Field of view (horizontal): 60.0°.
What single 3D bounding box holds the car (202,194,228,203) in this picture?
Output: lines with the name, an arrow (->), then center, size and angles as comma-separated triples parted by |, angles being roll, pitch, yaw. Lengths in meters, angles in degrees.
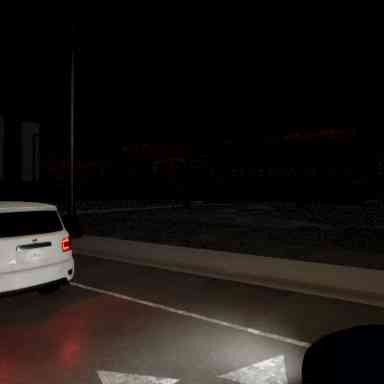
car -> 4.353, 1.213, 62.944 | 4.892, 1.490, 1.837 | 1, 0, -11

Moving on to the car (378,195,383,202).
car -> 39.928, 1.369, 67.953 | 1.853, 1.218, 4.536 | 1, 1, 6

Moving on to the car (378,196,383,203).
car -> 39.921, 1.527, 67.903 | 2.038, 1.542, 4.974 | 1, 1, 6

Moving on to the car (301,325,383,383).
car -> 3.000, 1.516, 1.847 | 4.674, 1.442, 1.812 | 0, 0, 35

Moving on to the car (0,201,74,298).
car -> -5.037, 1.220, 7.580 | 5.566, 2.045, 2.150 | 0, 0, 35
